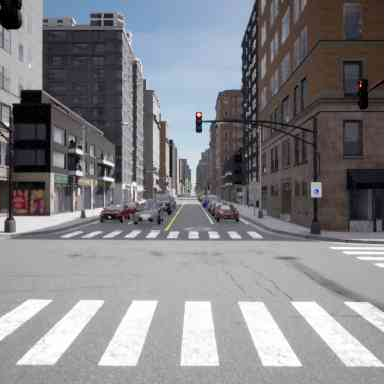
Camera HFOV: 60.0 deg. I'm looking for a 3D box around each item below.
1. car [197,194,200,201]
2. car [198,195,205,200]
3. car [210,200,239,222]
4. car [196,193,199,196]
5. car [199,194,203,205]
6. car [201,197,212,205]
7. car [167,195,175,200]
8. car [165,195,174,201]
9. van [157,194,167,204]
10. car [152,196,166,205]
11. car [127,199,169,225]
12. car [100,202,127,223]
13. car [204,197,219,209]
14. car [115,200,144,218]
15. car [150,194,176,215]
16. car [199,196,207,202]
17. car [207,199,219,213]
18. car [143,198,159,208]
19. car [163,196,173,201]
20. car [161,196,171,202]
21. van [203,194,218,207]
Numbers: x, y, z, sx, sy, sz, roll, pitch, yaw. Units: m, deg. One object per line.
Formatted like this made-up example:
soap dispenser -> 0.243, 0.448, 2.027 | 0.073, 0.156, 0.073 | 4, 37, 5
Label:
car -> 2.603, 1.593, 71.327 | 1.947, 1.339, 4.313 | 1, 0, 0
car -> 2.581, 1.565, 94.190 | 1.752, 1.417, 4.829 | 1, 0, 0
car -> 2.650, 1.588, 25.940 | 1.802, 1.307, 4.206 | 1, 0, 0
car -> 2.594, 1.349, 82.674 | 2.192, 1.841, 5.009 | 1, 0, 0
car -> 2.629, 1.329, 48.633 | 2.192, 1.841, 5.009 | 1, 0, 0
car -> 2.615, 1.602, 59.980 | 1.802, 1.307, 4.206 | 1, 0, 0
car -> -5.945, 1.585, 94.015 | 1.887, 1.381, 4.507 | 1, 0, 0
car -> -5.940, 1.603, 88.342 | 1.947, 1.339, 4.313 | 1, 0, 0
van -> -5.915, 1.365, 65.650 | 1.690, 1.788, 3.998 | 1, 0, 0
car -> -5.909, 1.461, 59.977 | 1.967, 1.590, 4.097 | 1, 0, 0
car -> -3.104, 1.497, 24.346 | 2.128, 1.511, 4.902 | 0, 0, -1
car -> -5.876, 1.551, 25.940 | 1.887, 1.381, 4.507 | 1, 0, 0
car -> 2.638, 1.591, 37.287 | 1.802, 1.307, 4.206 | 1, 0, 0
car -> -5.882, 1.552, 31.613 | 1.887, 1.381, 4.507 | 1, 0, 0
car -> -3.137, 1.229, 34.265 | 2.150, 2.045, 5.566 | 0, 0, 0
car -> 2.597, 1.556, 77.170 | 1.752, 1.417, 4.829 | 1, 0, 0
car -> 2.644, 1.589, 31.613 | 1.802, 1.307, 4.206 | 1, 0, 0
car -> -5.899, 1.596, 48.632 | 1.802, 1.307, 4.206 | 1, 0, 0
car -> -5.934, 1.600, 82.669 | 1.947, 1.339, 4.313 | 1, 0, 0
car -> -5.928, 1.582, 76.996 | 2.008, 1.369, 4.403 | 1, 0, 0
van -> 2.635, 1.353, 42.960 | 1.690, 1.788, 3.998 | 1, 0, 0
